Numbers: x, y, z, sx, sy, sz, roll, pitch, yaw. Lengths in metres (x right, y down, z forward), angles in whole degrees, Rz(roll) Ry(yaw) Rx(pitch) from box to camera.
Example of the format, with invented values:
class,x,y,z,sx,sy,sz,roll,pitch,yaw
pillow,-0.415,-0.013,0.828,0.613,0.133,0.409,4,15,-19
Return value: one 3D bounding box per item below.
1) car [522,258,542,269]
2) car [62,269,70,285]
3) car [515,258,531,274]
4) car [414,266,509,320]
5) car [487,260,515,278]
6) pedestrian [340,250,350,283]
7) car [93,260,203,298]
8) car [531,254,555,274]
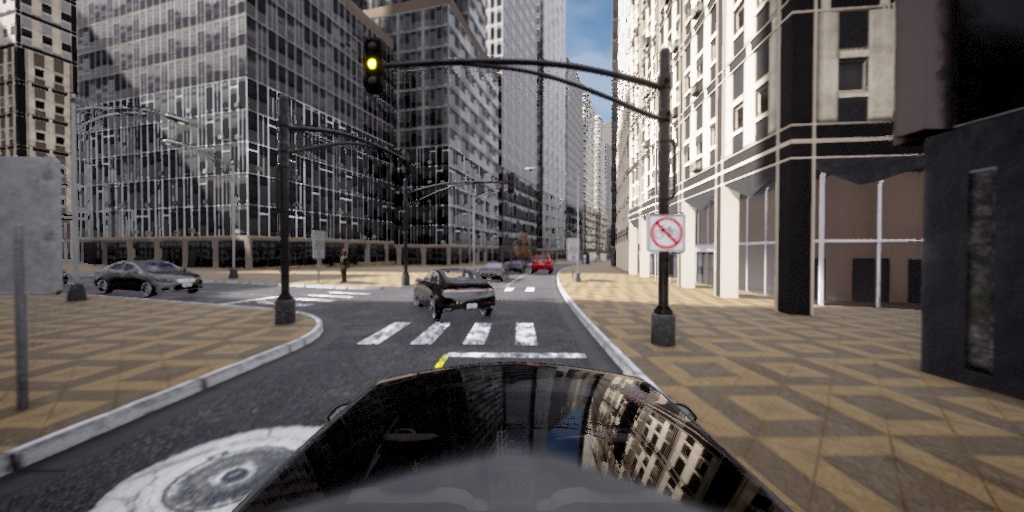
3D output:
class,x,y,z,sx,sy,sz,roll,pitch,yaw
car,2.914,1.088,52.107,2.128,1.511,4.902,0,0,13
car,-25.943,0.827,18.972,4.674,1.442,1.812,1,1,17
car,0.428,1.151,39.414,2.033,1.411,5.357,0,0,9
car,-2.133,1.176,12.368,2.128,1.511,4.902,0,0,-24
car,-1.270,1.176,27.505,2.033,1.411,5.357,0,0,7
pedestrian,-9.489,0.604,20.234,0.375,1.860,0.375,0,0,16
car,-16.342,0.951,16.148,4.902,1.511,2.128,1,1,16
car,3.464,0.832,39.773,2.150,2.045,5.566,0,0,9
